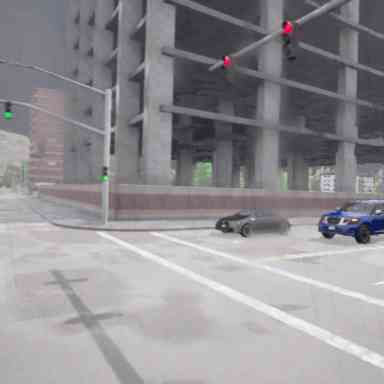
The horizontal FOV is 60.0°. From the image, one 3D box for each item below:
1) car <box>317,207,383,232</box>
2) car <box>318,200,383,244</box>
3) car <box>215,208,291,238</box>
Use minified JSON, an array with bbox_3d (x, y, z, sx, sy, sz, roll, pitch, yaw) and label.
[{"bbox_3d":[10.753,1.773,22.414,4.674,1.442,1.812,2,0,-31],"label":"car"},{"bbox_3d":[9.065,1.436,17.324,5.566,2.045,2.150,2,0,-31],"label":"car"},{"bbox_3d":[3.336,1.597,17.987,4.181,1.385,1.994,2,0,-31],"label":"car"}]
